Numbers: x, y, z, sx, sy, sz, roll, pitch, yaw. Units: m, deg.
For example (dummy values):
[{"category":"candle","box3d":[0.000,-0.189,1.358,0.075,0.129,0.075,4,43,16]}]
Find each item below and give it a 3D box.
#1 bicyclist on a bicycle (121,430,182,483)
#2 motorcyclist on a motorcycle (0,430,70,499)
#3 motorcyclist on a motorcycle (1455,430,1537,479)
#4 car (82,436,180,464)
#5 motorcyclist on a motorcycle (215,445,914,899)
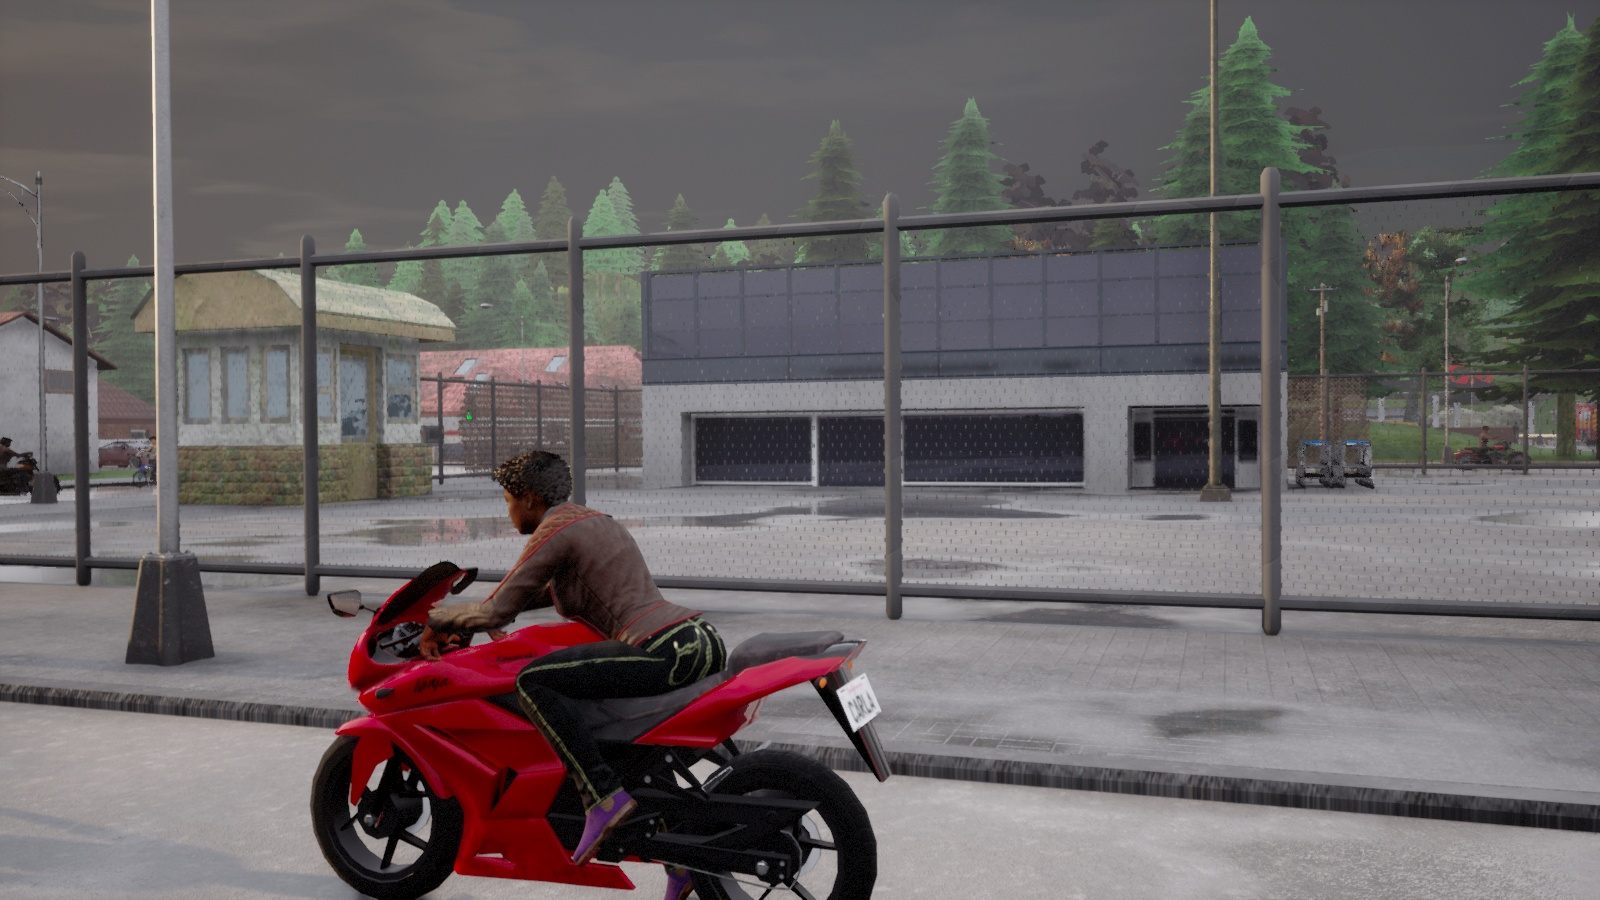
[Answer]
[{"category":"bicyclist on a bicycle","box3d":[-20.328,0.191,39.396,0.866,1.612,1.509,0,1,19]},{"category":"motorcyclist on a motorcycle","box3d":[-19.099,0.334,30.570,0.766,1.649,2.350,0,1,19]},{"category":"motorcyclist on a motorcycle","box3d":[24.033,0.139,43.409,2.350,1.649,0.766,0,1,18]},{"category":"car","box3d":[-33.500,-0.025,62.910,4.181,1.385,1.994,0,1,18]},{"category":"motorcyclist on a motorcycle","box3d":[-0.731,0.753,3.978,2.044,1.523,0.797,0,1,19]}]
